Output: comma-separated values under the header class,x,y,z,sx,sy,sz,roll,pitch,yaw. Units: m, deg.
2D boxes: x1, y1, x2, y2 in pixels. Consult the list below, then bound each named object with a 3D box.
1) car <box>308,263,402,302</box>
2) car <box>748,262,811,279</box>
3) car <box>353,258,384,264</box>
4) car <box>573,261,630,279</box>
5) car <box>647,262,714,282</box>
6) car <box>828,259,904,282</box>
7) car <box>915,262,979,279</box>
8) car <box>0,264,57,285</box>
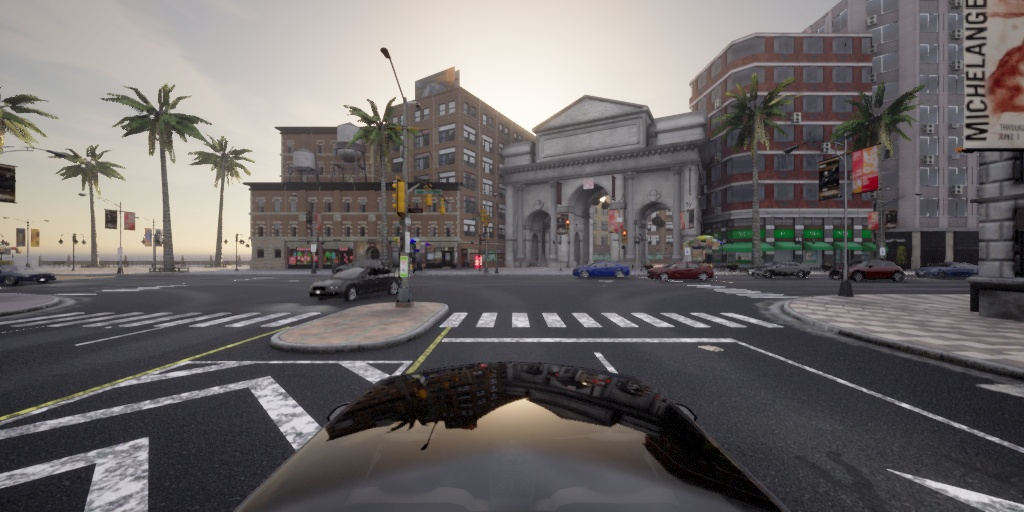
class,x,y,z,sx,sy,sz,roll,pitch,yaw
car,-7.314,1.255,17.267,1.837,1.490,4.892,-2,-1,20
car,23.817,1.241,32.065,4.902,1.511,2.128,0,0,1
car,-13.472,1.102,32.364,4.553,1.767,2.097,0,0,0
car,7.980,1.227,32.202,5.008,1.535,1.882,0,0,0
car,13.374,1.227,28.638,5.008,1.535,1.882,0,0,0
car,28.022,1.102,28.509,4.553,1.767,2.097,0,0,1
car,38.771,1.276,31.764,4.674,1.442,1.812,0,0,4
car,-35.828,1.297,25.337,5.357,1.411,2.033,0,0,0
